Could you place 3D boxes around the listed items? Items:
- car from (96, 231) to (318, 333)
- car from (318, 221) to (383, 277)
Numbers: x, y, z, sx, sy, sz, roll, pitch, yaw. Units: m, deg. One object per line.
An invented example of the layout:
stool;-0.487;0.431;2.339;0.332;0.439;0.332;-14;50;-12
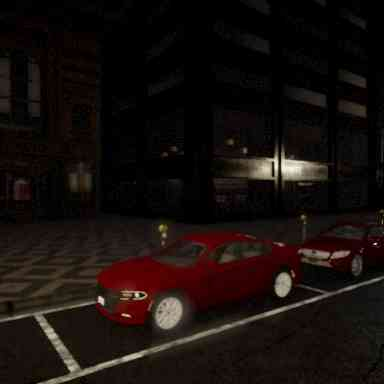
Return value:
car;0.342;1.535;6.778;4.507;1.381;1.887;0;0;-36
car;4.932;1.557;10.054;4.206;1.307;1.802;0;0;-36
